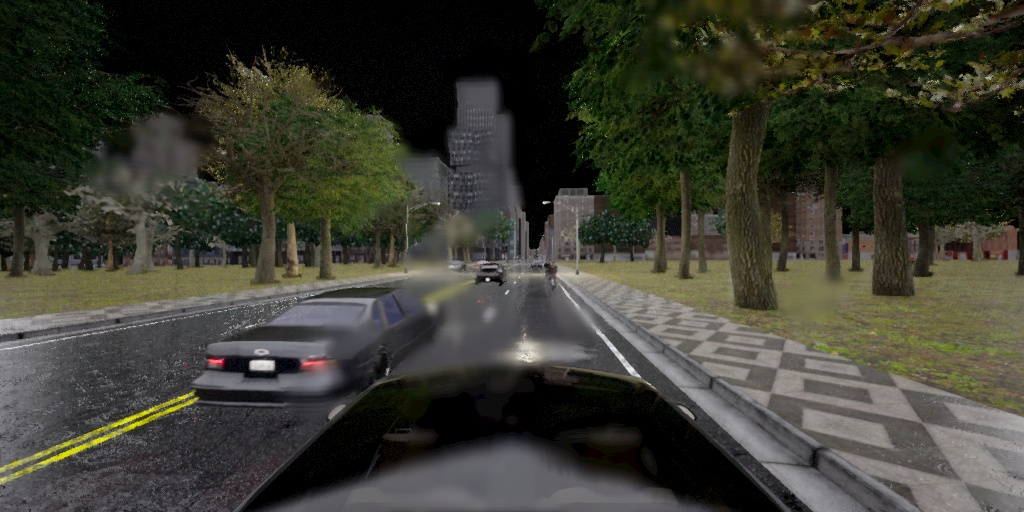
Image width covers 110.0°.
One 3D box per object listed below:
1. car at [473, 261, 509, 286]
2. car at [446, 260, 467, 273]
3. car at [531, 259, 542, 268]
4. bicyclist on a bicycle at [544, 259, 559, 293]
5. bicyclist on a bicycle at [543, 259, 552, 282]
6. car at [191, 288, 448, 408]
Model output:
[{"bbox_3d":[-1.395,1.267,25.714,1.837,1.490,4.892,0,0,4],"label":"car"},{"bbox_3d":[-6.839,1.287,44.536,2.128,1.511,4.902,0,0,4],"label":"car"},{"bbox_3d":[4.342,1.446,62.551,1.895,1.301,4.718,0,0,5],"label":"car"},{"bbox_3d":[2.256,1.126,19.728,0.659,1.776,1.843,0,0,4],"label":"bicyclist on a bicycle"},{"bbox_3d":[2.875,1.137,28.919,0.659,1.776,1.843,0,0,4],"label":"bicyclist on a bicycle"},{"bbox_3d":[-2.682,1.298,6.606,2.033,1.411,5.357,0,0,4],"label":"car"}]
